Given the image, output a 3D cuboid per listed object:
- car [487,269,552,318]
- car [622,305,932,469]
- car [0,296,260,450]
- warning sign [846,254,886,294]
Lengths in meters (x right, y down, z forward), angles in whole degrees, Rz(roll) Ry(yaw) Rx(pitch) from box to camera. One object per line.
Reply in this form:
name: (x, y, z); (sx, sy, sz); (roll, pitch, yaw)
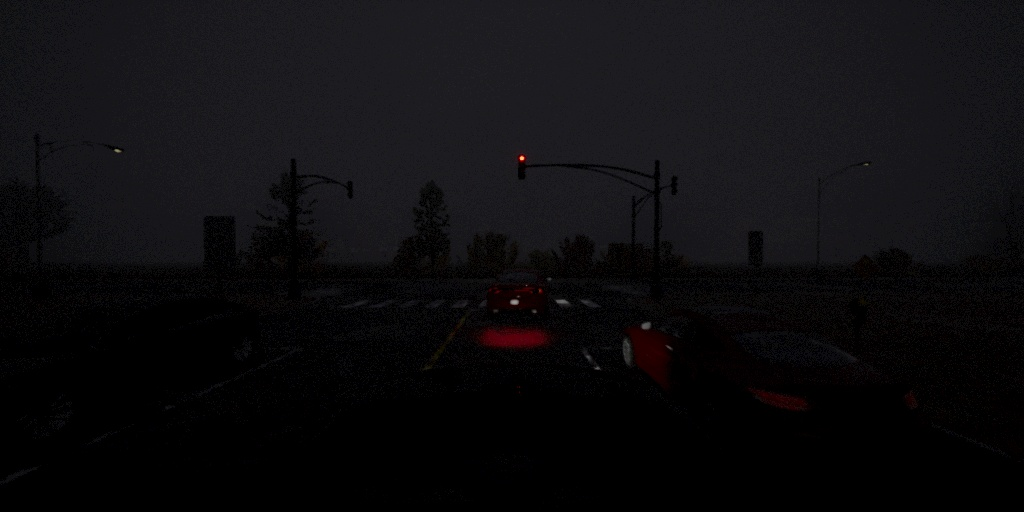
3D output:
car: (0.390, 1.191, 12.910); (1.882, 1.535, 5.008); (0, 0, 7)
car: (2.822, 1.321, 4.873); (1.802, 1.307, 4.207); (0, 0, 0)
car: (-5.688, 1.303, 5.188); (1.948, 1.339, 4.313); (0, 0, 0)
warning sign: (17.009, 0.839, 17.254); (1.060, 1.860, 1.300); (0, 0, -1)
